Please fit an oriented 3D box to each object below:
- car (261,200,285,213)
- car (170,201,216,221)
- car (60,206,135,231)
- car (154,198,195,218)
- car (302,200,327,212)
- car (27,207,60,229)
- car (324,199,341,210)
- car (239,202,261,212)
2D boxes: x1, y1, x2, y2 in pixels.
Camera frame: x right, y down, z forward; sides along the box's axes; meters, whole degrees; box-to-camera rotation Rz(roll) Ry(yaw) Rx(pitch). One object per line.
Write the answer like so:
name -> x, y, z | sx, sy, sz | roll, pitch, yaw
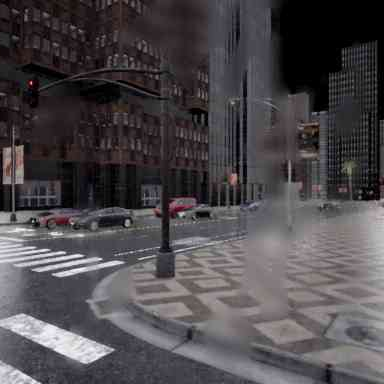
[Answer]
car -> 12.128, 2.233, 48.329 | 1.812, 1.442, 4.674 | 0, -1, 35
car -> 0.438, 1.902, 31.771 | 2.128, 1.511, 4.902 | 0, -1, 35
car -> -6.017, 1.751, 22.568 | 1.837, 1.490, 4.892 | 0, -1, 35
car -> -1.543, 1.645, 34.616 | 2.150, 2.045, 5.566 | 0, -1, 35
car -> 19.315, 2.375, 52.737 | 2.033, 1.411, 5.357 | 0, -1, 35
car -> -9.306, 1.791, 23.522 | 1.994, 1.385, 4.181 | 0, -1, 36
car -> 26.037, 2.511, 62.308 | 1.837, 1.490, 4.892 | 0, -1, 35
car -> 8.848, 2.213, 49.330 | 1.812, 1.442, 4.674 | 0, -1, 36
